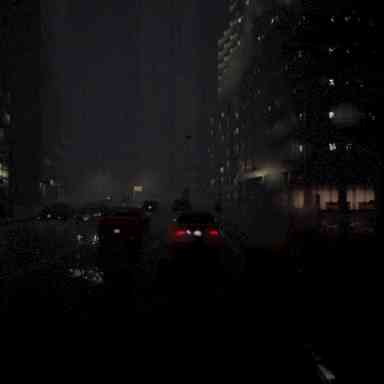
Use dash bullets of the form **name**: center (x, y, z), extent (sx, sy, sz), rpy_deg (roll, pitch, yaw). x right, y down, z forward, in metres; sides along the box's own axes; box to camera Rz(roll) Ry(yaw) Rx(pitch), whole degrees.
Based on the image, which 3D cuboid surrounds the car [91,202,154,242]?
- **car**: center (-3.158, 1.457, 16.202), extent (1.882, 1.535, 5.008), rpy_deg (0, 0, -1)

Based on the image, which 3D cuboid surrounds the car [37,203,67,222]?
- **car**: center (-10.297, 1.516, 25.644), extent (1.994, 1.385, 4.181), rpy_deg (0, 0, -4)

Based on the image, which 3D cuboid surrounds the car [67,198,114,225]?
- **car**: center (-6.914, 1.454, 23.692), extent (2.128, 1.511, 4.902), rpy_deg (0, 0, -3)

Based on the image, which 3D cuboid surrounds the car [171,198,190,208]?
- **car**: center (-1.245, 1.441, 36.337), extent (1.882, 1.535, 5.008), rpy_deg (0, 0, -6)

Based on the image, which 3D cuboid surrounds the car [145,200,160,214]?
- **car**: center (-4.427, 1.518, 35.473), extent (1.994, 1.385, 4.181), rpy_deg (0, 0, -6)

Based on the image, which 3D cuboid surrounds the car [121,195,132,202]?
- **car**: center (-12.953, 1.384, 65.422), extent (2.128, 1.511, 4.902), rpy_deg (0, 0, -13)

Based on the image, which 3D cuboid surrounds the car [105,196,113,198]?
- **car**: center (-16.438, 1.403, 66.102), extent (2.033, 1.411, 5.357), rpy_deg (0, 0, -14)

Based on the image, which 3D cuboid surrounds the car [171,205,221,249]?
- **car**: center (0.157, 1.533, 14.519), extent (2.033, 1.411, 5.357), rpy_deg (0, 0, -1)
